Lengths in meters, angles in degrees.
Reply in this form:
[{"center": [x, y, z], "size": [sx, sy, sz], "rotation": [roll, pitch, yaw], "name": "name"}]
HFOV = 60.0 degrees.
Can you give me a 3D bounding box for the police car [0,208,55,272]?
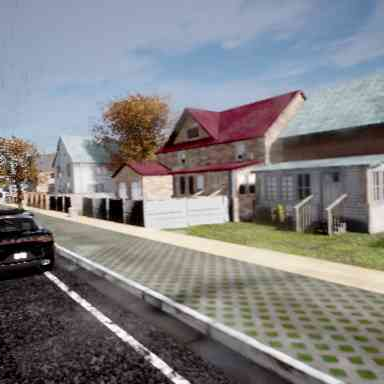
[{"center": [-5.667, 1.322, 10.063], "size": [1.930, 1.638, 5.238], "rotation": [-3, 2, -37], "name": "police car"}]
